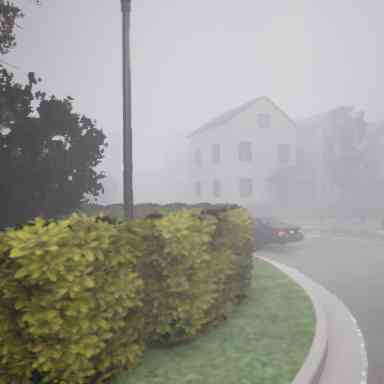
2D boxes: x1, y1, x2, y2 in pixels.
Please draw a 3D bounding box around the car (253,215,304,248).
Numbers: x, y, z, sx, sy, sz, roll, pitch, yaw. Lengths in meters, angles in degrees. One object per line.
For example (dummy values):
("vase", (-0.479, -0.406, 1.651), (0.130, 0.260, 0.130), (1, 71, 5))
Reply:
("car", (2.800, 1.847, 16.417), (2.033, 1.411, 5.357), (0, -2, -37))
